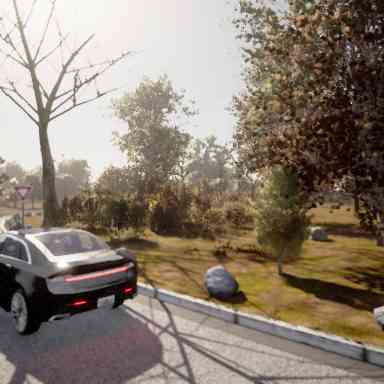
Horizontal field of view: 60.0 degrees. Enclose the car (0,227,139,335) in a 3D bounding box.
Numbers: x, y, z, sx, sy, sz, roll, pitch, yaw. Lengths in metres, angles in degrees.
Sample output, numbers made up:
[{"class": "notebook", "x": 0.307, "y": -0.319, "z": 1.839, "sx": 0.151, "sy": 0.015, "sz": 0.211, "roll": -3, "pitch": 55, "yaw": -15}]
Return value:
[{"class": "car", "x": -3.114, "y": 1.472, "z": 6.768, "sx": 4.902, "sy": 1.511, "sz": 2.128, "roll": 0, "pitch": 0, "yaw": 42}]
